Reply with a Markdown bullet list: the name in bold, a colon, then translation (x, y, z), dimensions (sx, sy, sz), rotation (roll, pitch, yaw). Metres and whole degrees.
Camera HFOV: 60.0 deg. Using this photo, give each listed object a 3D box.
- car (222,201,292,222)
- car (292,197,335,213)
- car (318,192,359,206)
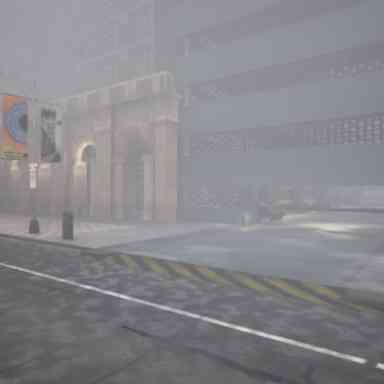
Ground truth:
- **car**: translation (4.412, 1.364, 24.453), dimensions (4.786, 1.482, 2.161), rotation (0, 0, 35)
- **car**: translation (11.477, 1.415, 33.663), dimensions (4.718, 1.301, 1.895), rotation (0, 0, 35)
- **car**: translation (21.526, 0.977, 49.217), dimensions (5.566, 2.045, 2.435), rotation (0, 0, 35)
